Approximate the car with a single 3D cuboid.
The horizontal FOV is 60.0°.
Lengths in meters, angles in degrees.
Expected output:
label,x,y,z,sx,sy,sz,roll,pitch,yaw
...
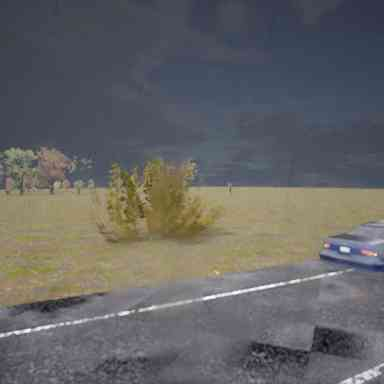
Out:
label,x,y,z,sx,sy,sz,roll,pitch,yaw
car,6.208,1.547,9.859,5.357,1.411,2.033,0,0,-28
